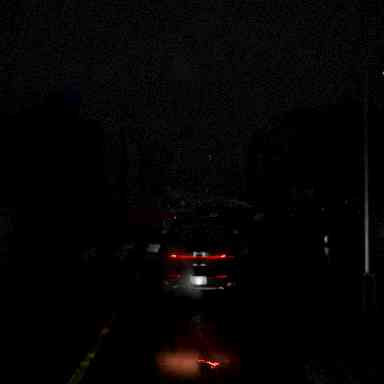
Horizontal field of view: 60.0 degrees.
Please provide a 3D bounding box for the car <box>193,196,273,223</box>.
[{"bbox_3d":[2.701,1.219,21.464,4.902,1.511,2.128,-1,-1,-1],"label":"car"}]

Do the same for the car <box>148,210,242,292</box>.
[{"bbox_3d":[0.207,1.430,8.733,1.837,1.490,4.892,0,0,2],"label":"car"}]

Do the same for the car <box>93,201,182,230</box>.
[{"bbox_3d":[-2.806,1.341,18.162,4.718,1.301,1.895,-1,-1,-1],"label":"car"}]

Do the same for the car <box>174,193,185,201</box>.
[{"bbox_3d":[-2.474,0.974,65.155,1.994,1.385,4.181,0,1,0],"label":"car"}]

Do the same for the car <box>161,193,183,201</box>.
[{"bbox_3d":[-2.595,1.188,40.334,2.033,1.411,5.357,0,1,2],"label":"car"}]

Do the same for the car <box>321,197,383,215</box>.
[{"bbox_3d":[13.555,1.177,28.263,4.902,1.511,2.128,-1,-1,-1],"label":"car"}]

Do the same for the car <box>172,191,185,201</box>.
[{"bbox_3d":[-2.548,1.020,50.864,1.882,1.535,5.008,0,0,0],"label":"car"}]

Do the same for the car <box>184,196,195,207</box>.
[{"bbox_3d":[0.313,1.212,43.448,1.895,1.301,4.718,0,1,1],"label":"car"}]
